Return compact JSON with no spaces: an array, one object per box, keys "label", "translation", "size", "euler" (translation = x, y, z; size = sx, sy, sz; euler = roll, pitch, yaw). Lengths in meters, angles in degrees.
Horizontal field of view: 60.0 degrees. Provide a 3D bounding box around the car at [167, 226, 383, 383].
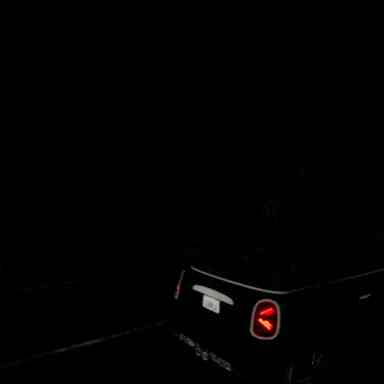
[{"label":"car","translation":[1.954,1.319,5.141],"size":[4.553,1.767,2.097],"euler":[-1,0,-35]}]
